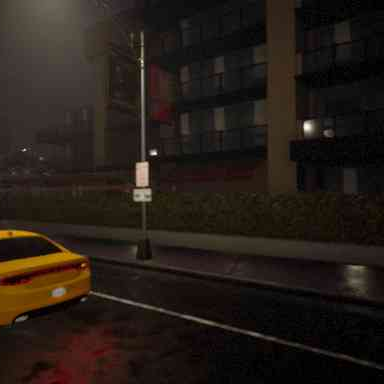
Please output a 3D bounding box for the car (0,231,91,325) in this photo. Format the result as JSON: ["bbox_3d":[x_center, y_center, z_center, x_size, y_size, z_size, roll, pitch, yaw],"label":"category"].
[{"bbox_3d":[-4.270,1.566,7.065,5.008,1.535,1.882,-1,0,35],"label":"car"}]
